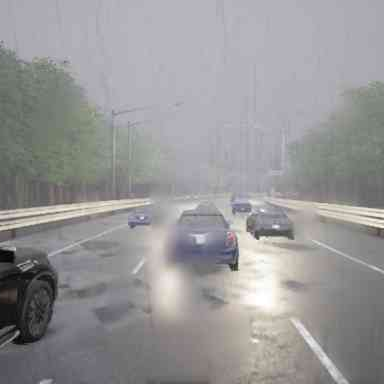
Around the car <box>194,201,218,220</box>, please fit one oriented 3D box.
[{"bbox_3d":[1.288,1.560,29.211,1.994,1.385,4.181,0,0,4],"label":"car"}]

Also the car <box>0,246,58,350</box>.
[{"bbox_3d":[-3.353,1.218,3.261,2.150,2.045,5.566,0,0,1],"label":"car"}]

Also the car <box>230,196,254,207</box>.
[{"bbox_3d":[5.145,1.475,34.814,1.882,1.535,5.008,0,0,5],"label":"car"}]

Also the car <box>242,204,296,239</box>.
[{"bbox_3d":[3.947,1.564,17.236,1.994,1.385,4.181,0,0,3],"label":"car"}]

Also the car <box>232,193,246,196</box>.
[{"bbox_3d":[7.655,1.205,56.228,2.150,2.045,5.566,0,0,8],"label":"car"}]

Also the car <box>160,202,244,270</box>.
[{"bbox_3d":[0.329,1.351,11.208,2.097,1.767,4.553,0,0,2],"label":"car"}]

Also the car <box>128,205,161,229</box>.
[{"bbox_3d":[-2.739,1.541,21.647,2.033,1.411,5.357,0,0,3],"label":"car"}]
